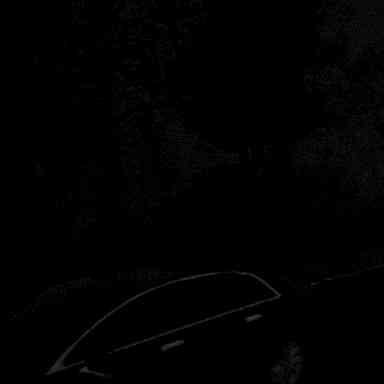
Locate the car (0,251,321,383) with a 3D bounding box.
[{"bbox_3d":[-0.619,1.505,3.551,4.892,1.490,1.837,0,0,-36],"label":"car"}]
